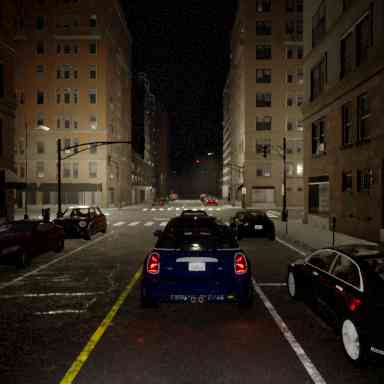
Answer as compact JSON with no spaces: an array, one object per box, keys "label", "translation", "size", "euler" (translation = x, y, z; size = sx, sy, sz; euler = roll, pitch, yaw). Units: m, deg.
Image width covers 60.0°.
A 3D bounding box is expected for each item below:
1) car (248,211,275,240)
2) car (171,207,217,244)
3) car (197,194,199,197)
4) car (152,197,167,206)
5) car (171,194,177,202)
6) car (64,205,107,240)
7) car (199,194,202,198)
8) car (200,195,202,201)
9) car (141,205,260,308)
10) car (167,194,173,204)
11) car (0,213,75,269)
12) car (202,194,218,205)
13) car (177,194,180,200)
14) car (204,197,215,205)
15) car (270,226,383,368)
[{"label":"car","translation":[2.910,1.567,16.573],"size":[1.947,1.339,4.313],"euler":[0,0,0]},{"label":"car","translation":[0.100,1.565,16.647],"size":[1.994,1.385,4.181],"euler":[0,0,1]},{"label":"car","translation":[3.264,1.457,91.526],"size":[2.192,1.841,5.009],"euler":[0,0,0]},{"label":"car","translation":[-5.455,1.618,53.705],"size":[1.802,1.307,4.206],"euler":[0,0,0]},{"label":"car","translation":[-5.316,1.626,80.577],"size":[1.752,1.417,4.829],"euler":[0,0,0]},{"label":"car","translation":[-5.616,1.441,16.603],"size":[1.967,1.590,4.097],"euler":[0,0,0]},{"label":"car","translation":[3.181,1.524,75.299],"size":[1.967,1.590,4.097],"euler":[0,0,0]},{"label":"car","translation":[3.126,1.607,64.481],"size":[2.008,1.369,4.403],"euler":[0,0,0]},{"label":"car","translation":[0.105,1.352,8.064],"size":[2.097,1.767,4.553],"euler":[0,0,0]},{"label":"car","translation":[-5.399,1.607,64.522],"size":[2.008,1.369,4.403],"euler":[0,0,0]},{"label":"car","translation":[-5.634,1.582,11.101],"size":[1.802,1.307,4.206],"euler":[0,0,0]},{"label":"car","translation":[3.069,1.476,53.663],"size":[1.967,1.590,4.097],"euler":[0,0,0]},{"label":"car","translation":[-5.260,1.457,91.565],"size":[2.192,1.841,5.009],"euler":[0,0,0]},{"label":"car","translation":[3.098,1.571,59.243],"size":[1.752,1.417,4.829],"euler":[0,0,0]},{"label":"car","translation":[2.873,1.551,5.571],"size":[2.008,1.369,4.403],"euler":[0,0,0]}]
